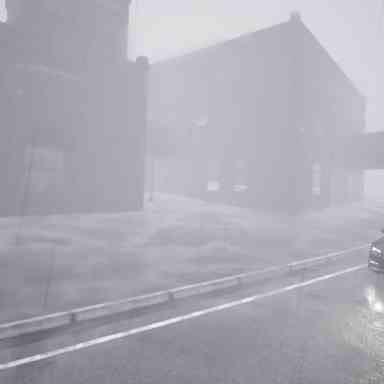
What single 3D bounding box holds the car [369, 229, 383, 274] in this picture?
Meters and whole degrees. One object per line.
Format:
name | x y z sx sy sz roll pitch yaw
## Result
car | 6.710 1.444 9.291 4.902 1.511 2.128 -1 1 -40
